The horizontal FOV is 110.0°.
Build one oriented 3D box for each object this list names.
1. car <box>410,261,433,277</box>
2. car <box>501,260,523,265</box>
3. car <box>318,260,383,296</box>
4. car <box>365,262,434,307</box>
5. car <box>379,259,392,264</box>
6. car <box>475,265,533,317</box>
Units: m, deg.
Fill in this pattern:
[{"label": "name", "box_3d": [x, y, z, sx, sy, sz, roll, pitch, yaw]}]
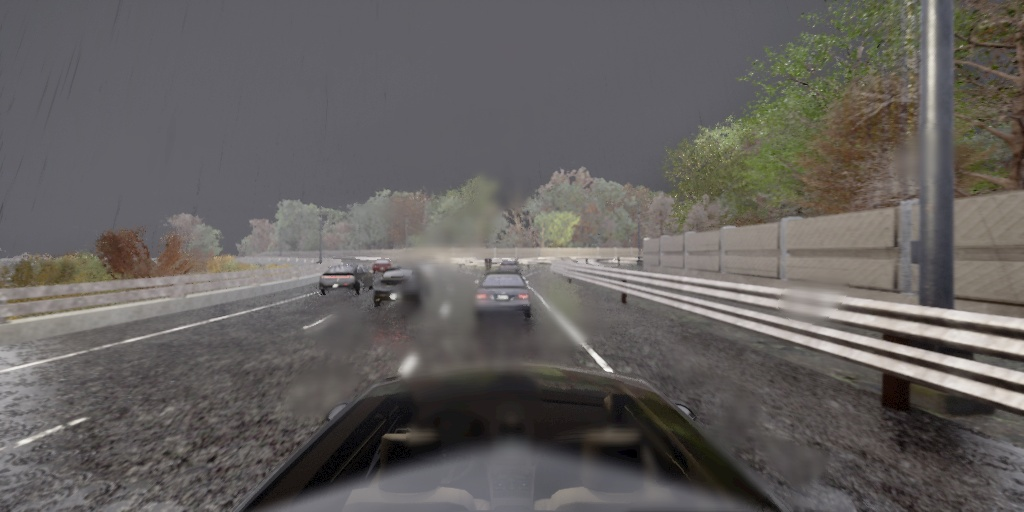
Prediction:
[{"label": "car", "box_3d": [-8.602, 1.213, 33.851, 1.895, 1.301, 4.718, 0, 0, -17]}, {"label": "car", "box_3d": [-0.046, 1.075, 33.311, 2.128, 1.511, 4.902, 0, 0, 7]}, {"label": "car", "box_3d": [-8.635, 1.182, 19.115, 2.128, 1.511, 4.902, 0, 0, -10]}, {"label": "car", "box_3d": [-4.498, 1.200, 15.222, 1.837, 1.490, 4.892, 0, 0, -7]}, {"label": "car", "box_3d": [-13.758, 1.086, 38.089, 1.882, 1.535, 5.008, 0, 0, -20]}, {"label": "car", "box_3d": [-0.315, 1.240, 12.837, 2.033, 1.411, 5.357, 0, 0, -2]}]
